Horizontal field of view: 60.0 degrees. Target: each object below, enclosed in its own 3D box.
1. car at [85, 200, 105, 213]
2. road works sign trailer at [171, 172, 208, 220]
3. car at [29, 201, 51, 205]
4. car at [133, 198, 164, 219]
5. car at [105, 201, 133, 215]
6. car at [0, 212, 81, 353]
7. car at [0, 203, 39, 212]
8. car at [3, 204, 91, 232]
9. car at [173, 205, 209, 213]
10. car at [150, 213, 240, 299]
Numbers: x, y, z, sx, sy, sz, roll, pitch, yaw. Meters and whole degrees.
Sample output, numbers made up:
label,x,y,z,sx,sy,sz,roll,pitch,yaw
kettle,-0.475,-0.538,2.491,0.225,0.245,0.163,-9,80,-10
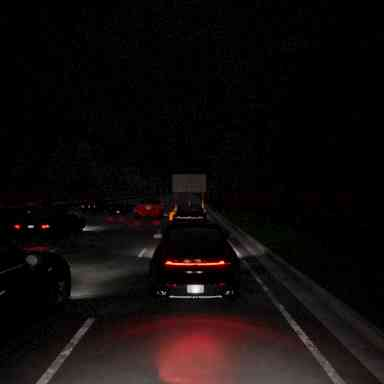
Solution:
label,x,y,z,sx,sy,sz,roll,pitch,yaw
car,-10.697,1.547,36.956,2.033,1.411,5.357,0,0,0
road works sign trailer,-0.186,0.464,22.698,2.380,3.560,2.880,0,0,-3
car,-14.146,1.525,31.059,1.812,1.442,4.674,0,0,0
car,-3.633,1.352,29.611,2.097,1.767,4.553,0,0,0
car,-7.173,1.601,34.271,1.895,1.301,4.718,0,0,-1
car,-3.427,1.352,4.737,2.097,1.767,4.553,0,0,0
car,-10.514,1.548,17.905,2.033,1.411,5.357,0,0,-3
car,-7.008,1.546,16.838,2.033,1.411,5.357,0,0,-2
car,-0.070,1.488,18.828,2.128,1.511,4.902,0,0,1
car,0.047,1.505,8.439,1.837,1.490,4.892,0,0,0
